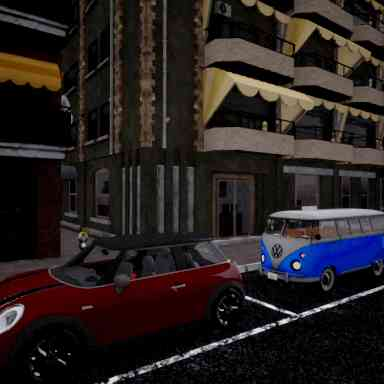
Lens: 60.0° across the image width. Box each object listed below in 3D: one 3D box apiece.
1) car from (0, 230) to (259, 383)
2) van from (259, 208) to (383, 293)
[{"bbox_3d":[-1.140,1.440,5.280,4.097,1.590,1.967,0,0,-35],"label":"car"},{"bbox_3d":[3.494,1.343,8.582,3.998,1.788,1.690,0,0,-35],"label":"van"}]
